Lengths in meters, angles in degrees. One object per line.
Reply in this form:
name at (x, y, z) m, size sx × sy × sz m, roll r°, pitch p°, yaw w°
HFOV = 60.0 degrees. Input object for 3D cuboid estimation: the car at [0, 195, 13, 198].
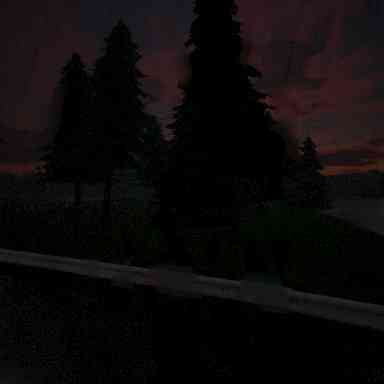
car at (-39.861, 1.478, 71.343) m, size 1.882 × 1.535 × 5.008 m, roll 0°, pitch 0°, yaw 5°
